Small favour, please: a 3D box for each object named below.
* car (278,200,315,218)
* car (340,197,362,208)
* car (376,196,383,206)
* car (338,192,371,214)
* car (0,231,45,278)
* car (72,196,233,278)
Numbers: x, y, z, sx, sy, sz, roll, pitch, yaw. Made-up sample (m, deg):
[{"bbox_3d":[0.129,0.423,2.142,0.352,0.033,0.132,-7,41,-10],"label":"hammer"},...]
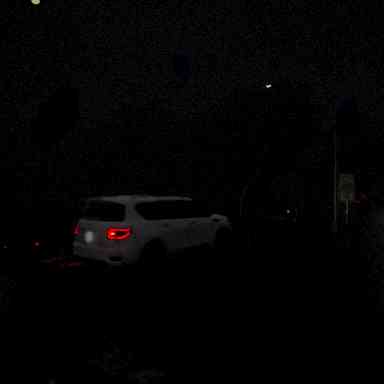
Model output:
[{"bbox_3d":[8.897,1.383,28.192,1.994,1.385,4.181,0,0,37],"label":"car"},{"bbox_3d":[21.470,1.362,44.793,1.812,1.442,4.674,0,0,37],"label":"car"},{"bbox_3d":[29.068,1.361,50.173,1.882,1.535,5.008,0,0,37],"label":"car"},{"bbox_3d":[16.062,1.030,32.834,2.150,2.045,5.566,0,0,37],"label":"car"},{"bbox_3d":[-6.379,1.494,7.832,2.033,1.411,5.357,0,1,37],"label":"car"},{"bbox_3d":[-0.884,1.123,10.231,2.150,2.045,5.566,0,0,37],"label":"car"}]
